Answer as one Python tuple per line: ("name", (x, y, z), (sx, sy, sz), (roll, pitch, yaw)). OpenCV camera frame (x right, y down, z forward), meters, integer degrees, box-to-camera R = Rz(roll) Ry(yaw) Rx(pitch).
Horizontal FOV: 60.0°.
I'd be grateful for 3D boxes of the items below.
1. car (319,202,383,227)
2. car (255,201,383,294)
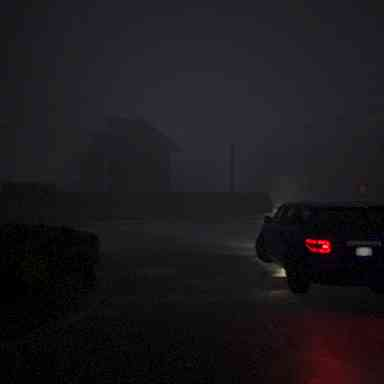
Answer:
("car", (11.765, 1.573, 24.251), (5.008, 1.535, 1.882), (0, 0, -28))
("car", (3.326, 1.254, 9.046), (2.150, 2.045, 5.566), (0, 0, 1))
